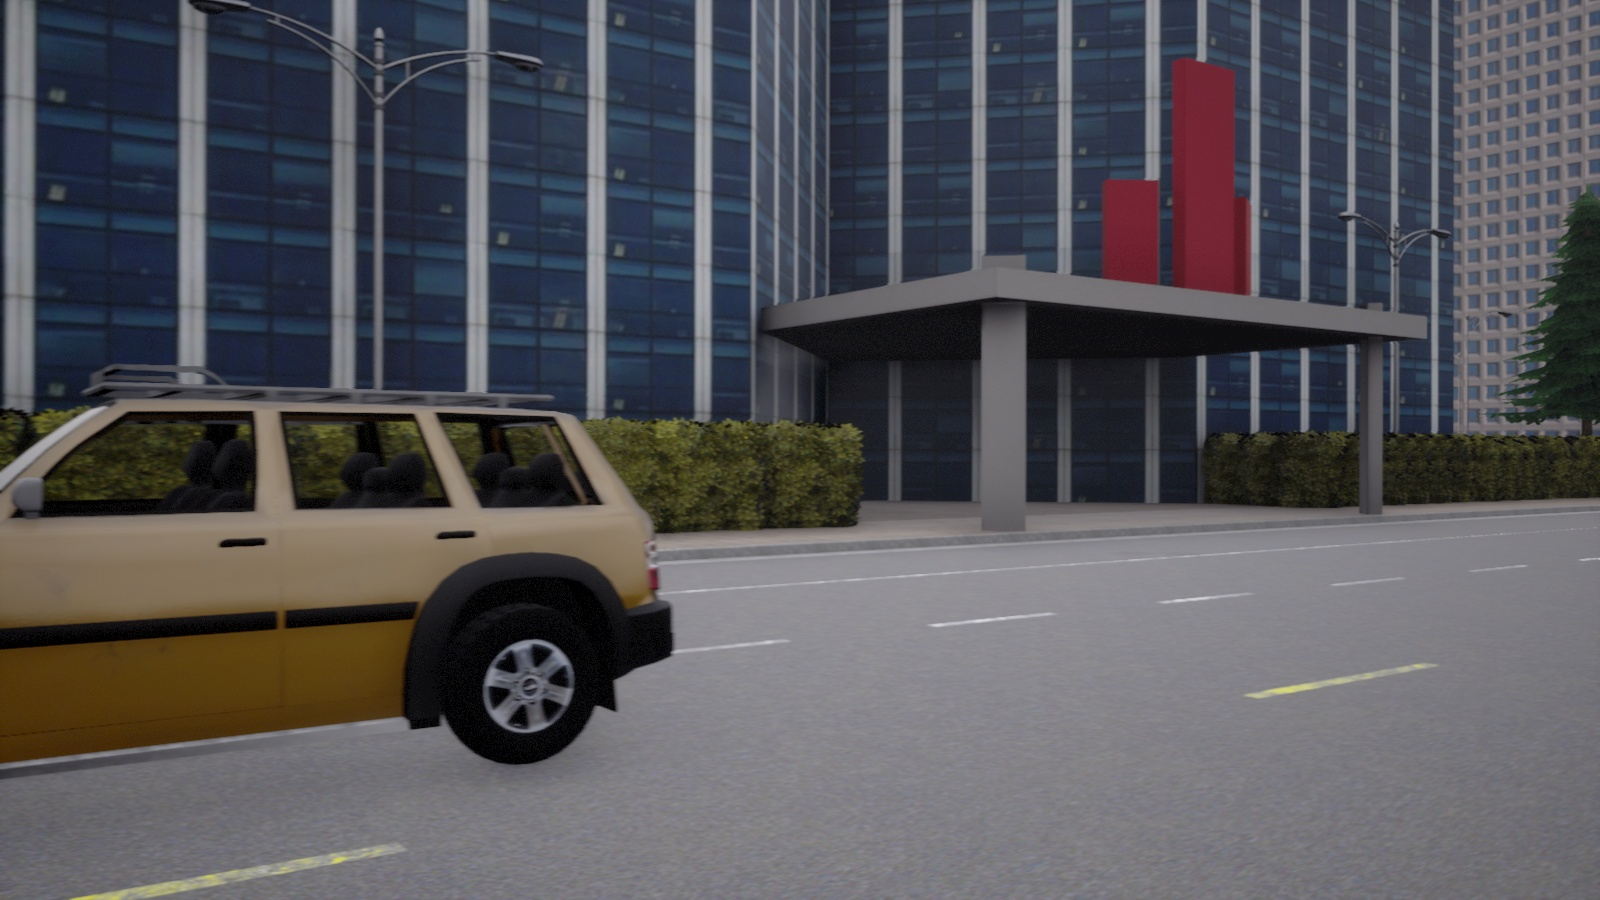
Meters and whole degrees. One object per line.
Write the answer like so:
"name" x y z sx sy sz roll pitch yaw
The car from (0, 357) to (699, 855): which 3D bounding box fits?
"car" -2.958 0.582 5.863 4.605 1.855 1.932 0 0 -35
